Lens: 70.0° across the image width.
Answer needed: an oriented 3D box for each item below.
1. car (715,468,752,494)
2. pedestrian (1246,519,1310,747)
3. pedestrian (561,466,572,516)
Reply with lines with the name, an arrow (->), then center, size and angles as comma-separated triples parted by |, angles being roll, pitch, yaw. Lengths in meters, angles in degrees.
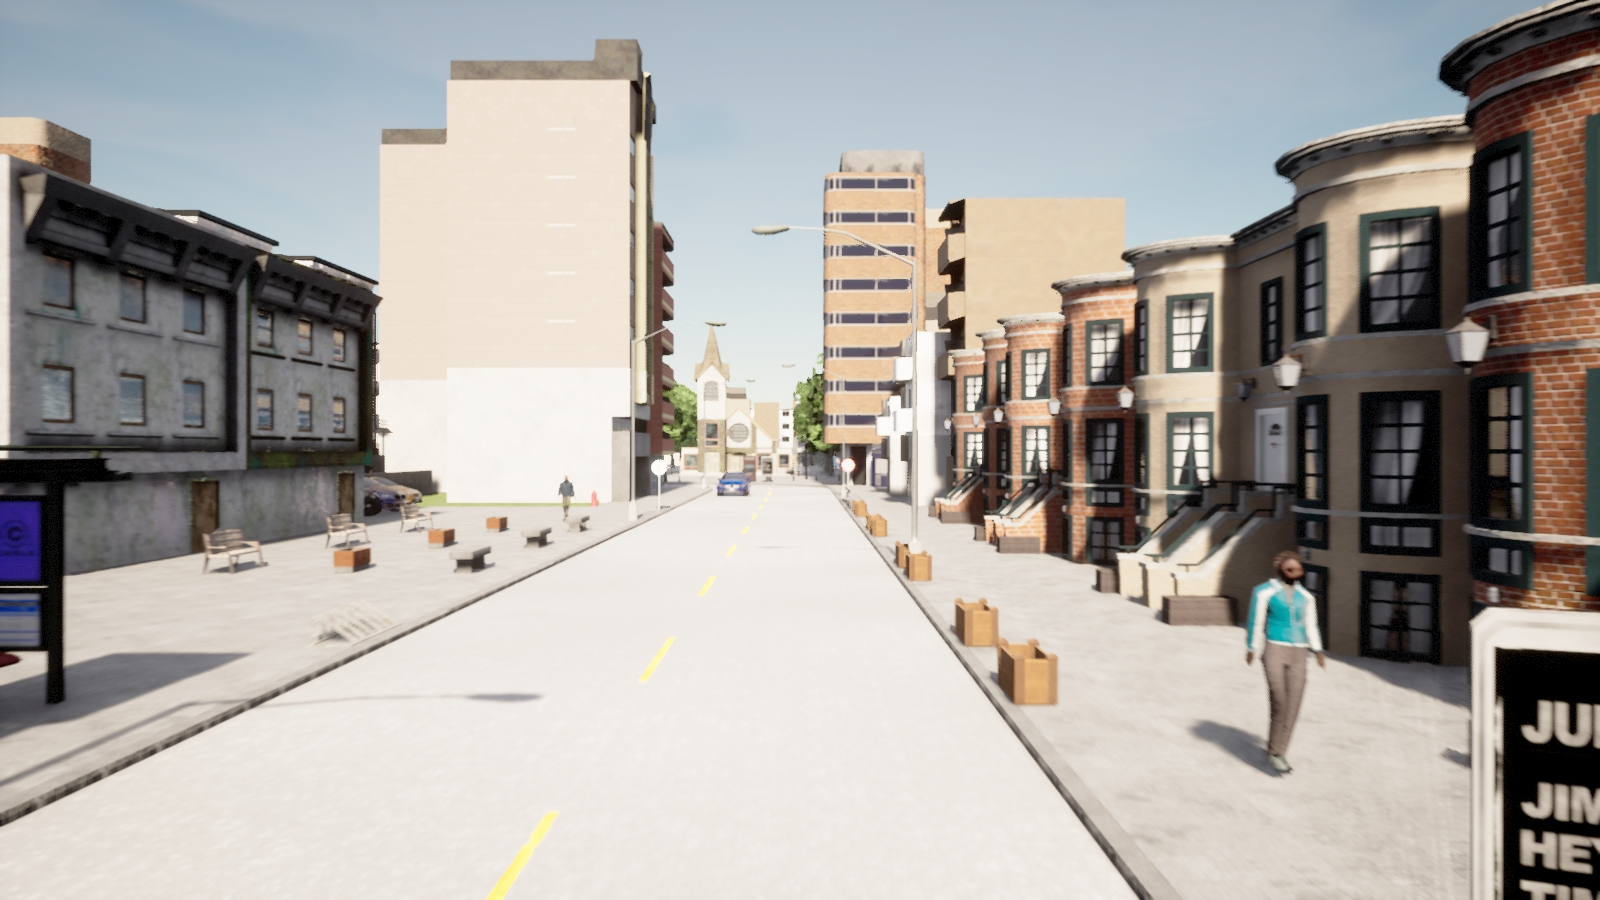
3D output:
car -> -4.032, 1.861, 69.858 | 2.002, 1.442, 4.674 | 0, 0, 0
pedestrian -> 4.029, 1.525, 9.640 | 0.375, 1.860, 0.375 | 0, 0, -1
pedestrian -> -8.731, 1.526, 42.730 | 0.375, 1.860, 0.375 | 0, 0, -3
